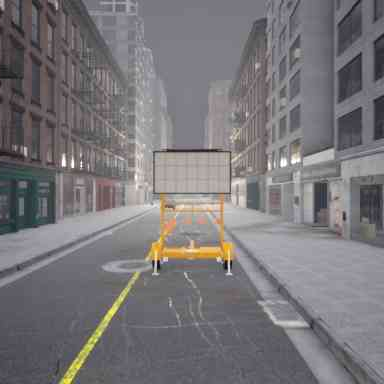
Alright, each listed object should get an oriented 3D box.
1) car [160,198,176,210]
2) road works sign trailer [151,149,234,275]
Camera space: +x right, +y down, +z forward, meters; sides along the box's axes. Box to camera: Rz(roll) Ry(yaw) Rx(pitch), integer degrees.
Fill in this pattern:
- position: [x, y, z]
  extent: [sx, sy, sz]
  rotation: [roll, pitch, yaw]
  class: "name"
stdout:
- position: [-2.986, 1.527, 42.214]
  extent: [2.033, 1.411, 5.357]
  rotation: [0, 0, 0]
  class: "car"
- position: [0.010, 0.462, 10.405]
  extent: [2.380, 3.560, 2.880]
  rotation: [0, 0, 0]
  class: "road works sign trailer"
